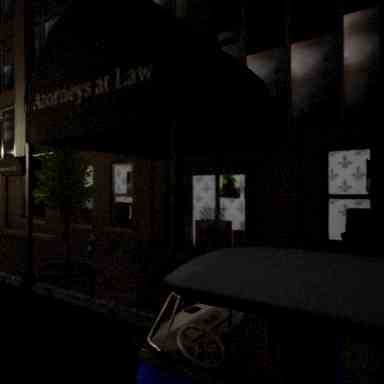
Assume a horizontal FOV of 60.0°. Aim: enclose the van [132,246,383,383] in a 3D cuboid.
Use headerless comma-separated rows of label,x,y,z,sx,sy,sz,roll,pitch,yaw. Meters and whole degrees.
van,1.407,1.340,1.864,3.998,1.788,1.690,0,0,35
